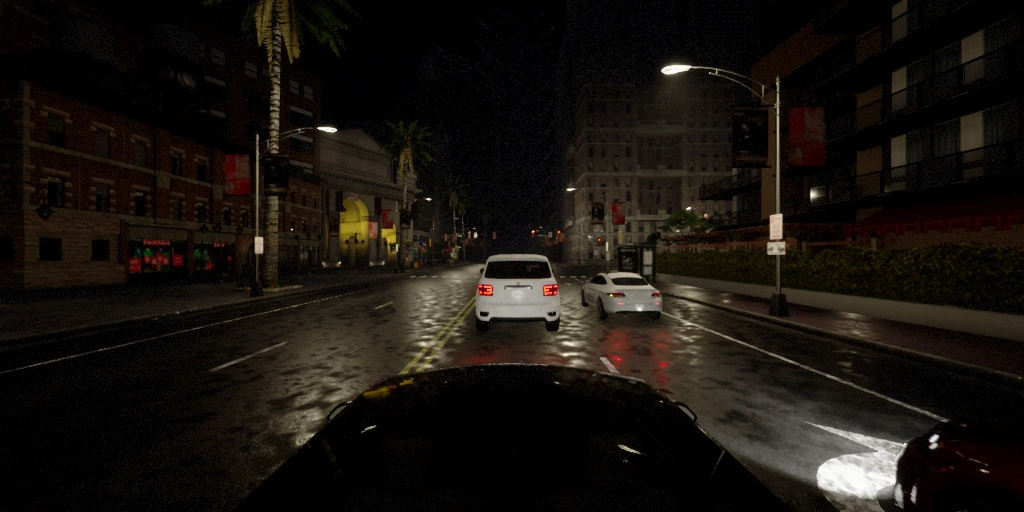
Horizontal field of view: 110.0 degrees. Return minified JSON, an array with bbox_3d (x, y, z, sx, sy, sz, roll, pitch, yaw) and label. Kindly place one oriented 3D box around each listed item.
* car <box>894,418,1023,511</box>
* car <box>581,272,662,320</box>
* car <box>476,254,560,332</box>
[{"bbox_3d":[3.689,1.314,0.729,1.994,1.385,4.181,0,0,-1],"label":"car"},{"bbox_3d":[3.669,1.276,12.577,1.812,1.442,4.674,0,0,0],"label":"car"},{"bbox_3d":[0.157,0.972,11.063,2.150,2.045,5.566,0,0,0],"label":"car"}]
